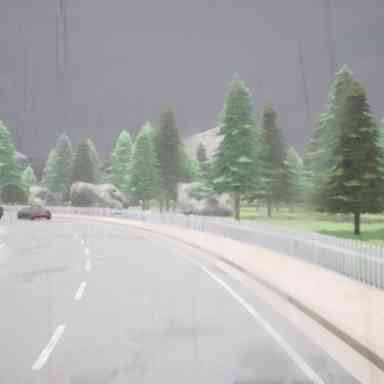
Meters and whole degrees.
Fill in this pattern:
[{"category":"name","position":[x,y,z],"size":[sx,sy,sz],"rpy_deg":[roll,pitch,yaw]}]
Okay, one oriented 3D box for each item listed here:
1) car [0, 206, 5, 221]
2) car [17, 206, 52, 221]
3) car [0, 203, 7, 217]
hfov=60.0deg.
[{"category":"car","position":[-19.796,1.966,31.832],"size":[4.902,1.511,2.128],"rpy_deg":[-1,-1,39]},{"category":"car","position":[-15.661,2.042,32.955],"size":[4.181,1.385,1.994],"rpy_deg":[-1,-1,41]},{"category":"car","position":[-23.920,2.055,38.776],"size":[5.008,1.535,1.882],"rpy_deg":[0,-1,30]}]
